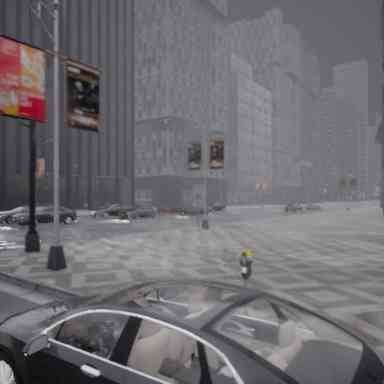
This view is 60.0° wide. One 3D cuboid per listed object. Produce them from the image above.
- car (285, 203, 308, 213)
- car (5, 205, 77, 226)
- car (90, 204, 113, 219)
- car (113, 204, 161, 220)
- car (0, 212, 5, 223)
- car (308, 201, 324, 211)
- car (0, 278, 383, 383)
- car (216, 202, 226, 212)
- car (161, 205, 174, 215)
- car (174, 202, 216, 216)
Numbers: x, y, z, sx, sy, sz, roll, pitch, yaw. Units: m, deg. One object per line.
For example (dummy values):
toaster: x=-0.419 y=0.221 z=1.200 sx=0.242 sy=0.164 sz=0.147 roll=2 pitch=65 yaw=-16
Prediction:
car: x=16.179 y=2.525 z=52.591 sx=1.837 sy=1.490 sz=4.892 roll=0 pitch=-1 yaw=36
car: x=-11.330 y=1.827 z=25.790 sx=1.837 sy=1.490 sz=4.892 roll=0 pitch=-1 yaw=36
car: x=-8.510 y=1.997 z=35.279 sx=2.128 sy=1.511 sz=4.902 roll=0 pitch=-1 yaw=36
car: x=-5.527 y=2.072 z=33.880 sx=1.994 sy=1.385 sz=4.181 roll=0 pitch=-1 yaw=35
car: x=-13.895 y=1.859 z=27.807 sx=1.812 sy=1.442 sz=4.674 roll=0 pitch=-1 yaw=37
car: x=22.208 y=2.780 z=60.976 sx=1.994 sy=1.385 sz=4.181 roll=0 pitch=-1 yaw=36
car: x=-0.296 y=1.553 z=3.177 sx=4.403 sy=1.369 sz=2.008 roll=0 pitch=0 yaw=36
car: x=3.388 y=2.370 z=51.748 sx=1.882 sy=1.535 sz=5.008 roll=0 pitch=-1 yaw=36
car: x=-2.635 y=2.298 z=43.447 sx=1.895 sy=1.301 sz=4.718 roll=0 pitch=-1 yaw=36
car: x=0.448 y=2.250 z=42.169 sx=2.033 sy=1.411 sz=5.357 roll=0 pitch=-1 yaw=36
